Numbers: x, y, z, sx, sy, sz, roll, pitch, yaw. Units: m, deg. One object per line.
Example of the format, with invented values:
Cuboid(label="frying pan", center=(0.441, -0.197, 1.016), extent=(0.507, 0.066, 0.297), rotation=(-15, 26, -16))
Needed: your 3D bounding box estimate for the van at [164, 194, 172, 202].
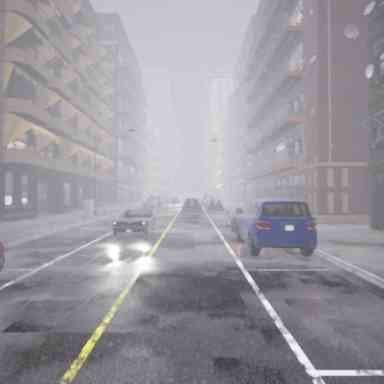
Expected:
Cuboid(label="van", center=(-5.677, 1.416, 78.802), extent=(1.690, 1.788, 3.998), rotation=(1, 0, 0))

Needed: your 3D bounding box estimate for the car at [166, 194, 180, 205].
Cuboid(label="car", center=(-3.040, 1.563, 59.950), extent=(1.837, 1.490, 4.892), rotation=(0, 0, 1))

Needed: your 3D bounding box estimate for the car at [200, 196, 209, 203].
Cuboid(label="car", center=(2.700, 1.595, 73.485), extent=(1.752, 1.417, 4.829), rotation=(1, 0, 0))

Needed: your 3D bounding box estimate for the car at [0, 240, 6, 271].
Cuboid(label="car", center=(-5.677, 1.554, 6.775), extent=(1.887, 1.381, 4.507), rotation=(1, 0, 0))

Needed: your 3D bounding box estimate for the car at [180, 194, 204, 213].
Cuboid(label="car", center=(0.061, 1.393, 37.321), extent=(2.097, 1.767, 4.553), rotation=(0, 0, 2))

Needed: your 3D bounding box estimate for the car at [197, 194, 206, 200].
Cuboid(label="car", center=(2.703, 1.399, 95.477), extent=(2.192, 1.841, 5.009), rotation=(1, 0, 0))

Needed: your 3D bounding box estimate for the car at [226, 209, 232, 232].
Cuboid(label="car", center=(3.147, 1.549, 20.240), extent=(1.812, 1.442, 4.674), rotation=(0, 0, 0))

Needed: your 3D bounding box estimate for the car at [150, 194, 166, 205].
Cuboid(label="car", center=(-5.675, 1.369, 51.100), extent=(2.192, 1.841, 5.009), rotation=(1, 0, 0))

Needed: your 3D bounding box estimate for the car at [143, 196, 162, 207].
Cuboid(label="car", center=(-5.680, 1.601, 45.559), extent=(2.008, 1.369, 4.403), rotation=(1, 0, 0))

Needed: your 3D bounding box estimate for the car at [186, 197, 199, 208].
Cuboid(label="car", center=(0.052, 1.531, 51.326), extent=(1.882, 1.535, 5.008), rotation=(0, 0, 0))

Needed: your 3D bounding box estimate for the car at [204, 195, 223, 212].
Cuboid(label="car", center=(2.703, 1.484, 40.072), extent=(1.967, 1.590, 4.097), rotation=(1, 0, 0))

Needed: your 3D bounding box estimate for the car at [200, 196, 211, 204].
Cuboid(label="car", center=(2.700, 1.616, 67.774), extent=(2.008, 1.369, 4.403), rotation=(1, 0, 0))

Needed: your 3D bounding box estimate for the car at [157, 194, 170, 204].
Cuboid(label="car", center=(-5.676, 1.382, 67.721), extent=(2.192, 1.841, 5.009), rotation=(1, 0, 0))

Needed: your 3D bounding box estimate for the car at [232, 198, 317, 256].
Cuboid(label="car", center=(3.105, 1.244, 13.269), extent=(2.150, 2.045, 5.566), rotation=(0, 0, 0))

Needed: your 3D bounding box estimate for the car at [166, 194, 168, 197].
Cuboid(label="car", center=(-5.680, 1.588, 62.011), extent=(1.752, 1.417, 4.829), rotation=(1, 0, 0))

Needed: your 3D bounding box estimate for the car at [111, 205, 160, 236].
Cuboid(label="car", center=(-3.100, 1.623, 18.566), extent=(1.895, 1.301, 4.718), rotation=(0, 0, 0))

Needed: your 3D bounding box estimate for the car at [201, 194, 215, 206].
Cuboid(label="car", center=(2.705, 1.372, 56.693), extent=(2.192, 1.841, 5.009), rotation=(1, 0, 0))

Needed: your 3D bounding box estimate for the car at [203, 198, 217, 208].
Cuboid(label="car", center=(2.701, 1.598, 51.154), extent=(1.887, 1.381, 4.507), rotation=(1, 0, 0))

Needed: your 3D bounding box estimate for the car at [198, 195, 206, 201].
Cuboid(label="car", center=(2.699, 1.626, 89.936), extent=(1.887, 1.381, 4.507), rotation=(1, 0, 0))
